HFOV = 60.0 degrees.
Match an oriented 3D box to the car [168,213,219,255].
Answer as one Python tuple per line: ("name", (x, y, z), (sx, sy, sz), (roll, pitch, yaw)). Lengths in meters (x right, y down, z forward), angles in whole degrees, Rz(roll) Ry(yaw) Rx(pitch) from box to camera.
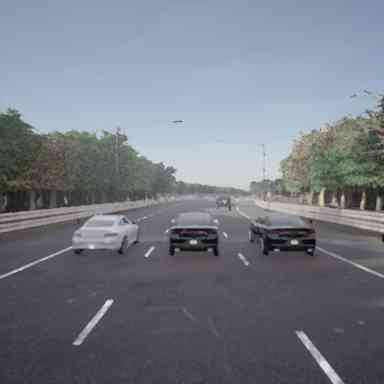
("car", (0.108, 1.610, 14.050), (1.882, 1.535, 5.008), (0, 0, 1))

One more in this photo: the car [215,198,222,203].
("car", (7.093, 2.299, 89.404), (1.895, 1.301, 4.718), (0, 0, 5))

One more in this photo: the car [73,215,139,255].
("car", (-3.402, 1.655, 13.744), (1.812, 1.442, 4.674), (0, 0, 1))

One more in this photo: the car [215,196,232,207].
("car", (4.463, 1.506, 47.145), (2.150, 2.045, 5.566), (0, -1, 2))

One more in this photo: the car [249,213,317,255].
("car", (3.607, 1.611, 14.007), (1.882, 1.535, 5.008), (0, 0, 1))
